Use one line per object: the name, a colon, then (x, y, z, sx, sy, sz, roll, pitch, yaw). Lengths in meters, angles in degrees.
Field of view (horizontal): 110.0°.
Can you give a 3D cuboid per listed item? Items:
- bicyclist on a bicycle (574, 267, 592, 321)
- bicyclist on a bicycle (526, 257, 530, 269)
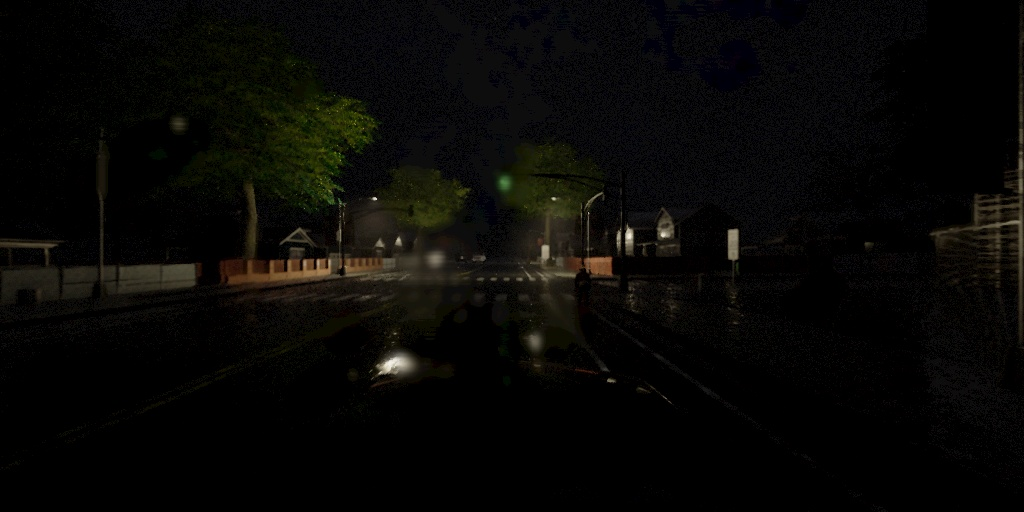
bicyclist on a bicycle: (2.258, 1.170, 11.412, 0.582, 1.620, 1.656, 0, 0, 0)
bicyclist on a bicycle: (2.266, 1.024, 49.406, 0.582, 1.620, 1.656, 0, 0, 0)
